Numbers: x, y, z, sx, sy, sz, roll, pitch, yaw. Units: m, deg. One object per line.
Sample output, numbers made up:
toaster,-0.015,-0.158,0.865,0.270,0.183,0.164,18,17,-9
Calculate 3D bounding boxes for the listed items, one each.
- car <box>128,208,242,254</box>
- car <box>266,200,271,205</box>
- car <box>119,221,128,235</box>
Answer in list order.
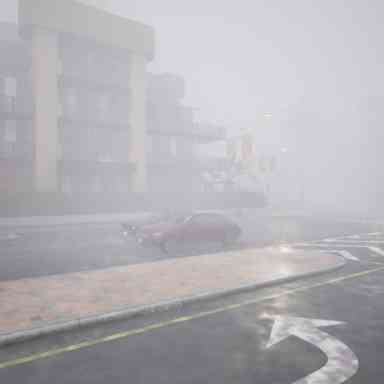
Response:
car,0.005,1.526,13.652,4.674,1.442,1.812,0,0,-34
car,10.668,1.490,54.274,2.128,1.511,4.902,0,0,-34
car,-0.964,1.547,17.227,5.357,1.411,2.033,0,0,-34
